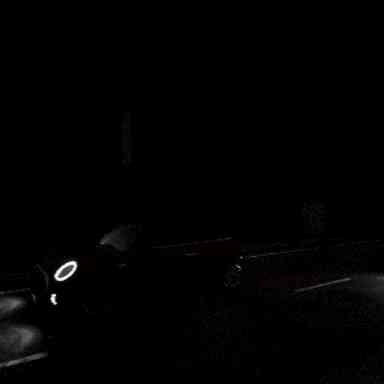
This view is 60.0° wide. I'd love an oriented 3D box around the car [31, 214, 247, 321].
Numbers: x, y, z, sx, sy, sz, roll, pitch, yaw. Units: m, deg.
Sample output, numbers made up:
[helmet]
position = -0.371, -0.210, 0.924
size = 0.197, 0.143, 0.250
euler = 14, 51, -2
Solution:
[car]
position = -1.013, 1.338, 7.340
size = 4.553, 1.767, 2.097
euler = 0, 0, -33
